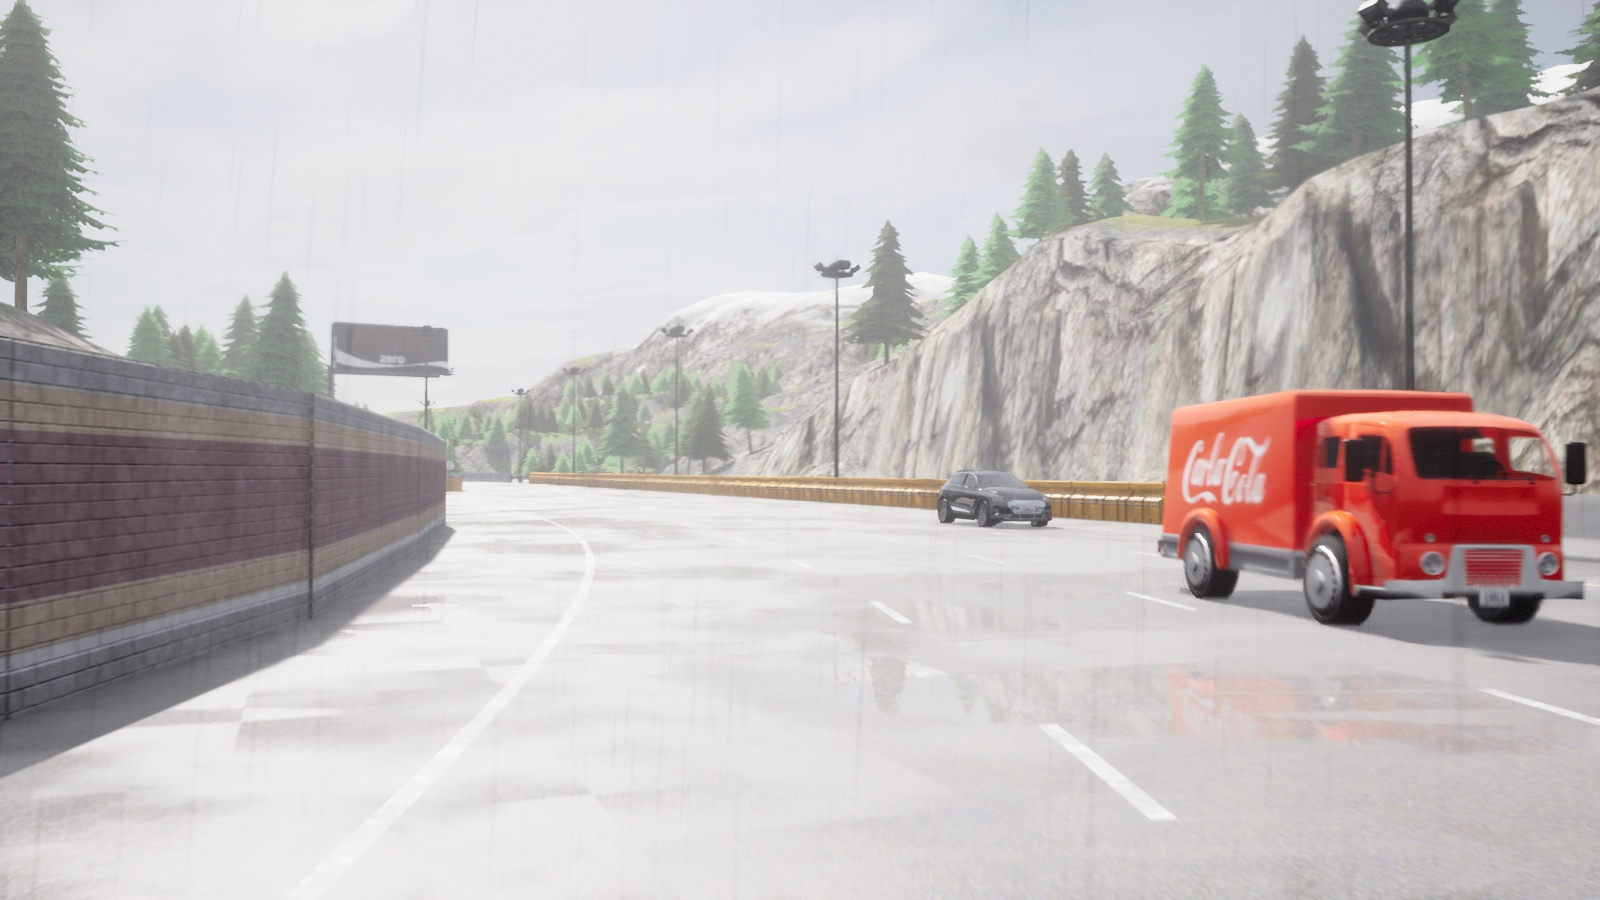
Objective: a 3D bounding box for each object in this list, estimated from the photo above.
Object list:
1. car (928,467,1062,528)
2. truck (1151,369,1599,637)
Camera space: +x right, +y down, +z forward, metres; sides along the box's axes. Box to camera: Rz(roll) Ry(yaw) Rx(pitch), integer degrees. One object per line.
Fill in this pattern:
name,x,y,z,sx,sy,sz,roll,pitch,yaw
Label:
car,5.580,1.334,36.666,2.033,1.649,4.856,0,-1,-16
truck,6.255,0.539,14.298,2.627,2.467,5.204,0,-1,-6
